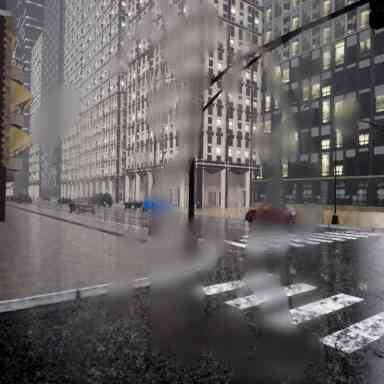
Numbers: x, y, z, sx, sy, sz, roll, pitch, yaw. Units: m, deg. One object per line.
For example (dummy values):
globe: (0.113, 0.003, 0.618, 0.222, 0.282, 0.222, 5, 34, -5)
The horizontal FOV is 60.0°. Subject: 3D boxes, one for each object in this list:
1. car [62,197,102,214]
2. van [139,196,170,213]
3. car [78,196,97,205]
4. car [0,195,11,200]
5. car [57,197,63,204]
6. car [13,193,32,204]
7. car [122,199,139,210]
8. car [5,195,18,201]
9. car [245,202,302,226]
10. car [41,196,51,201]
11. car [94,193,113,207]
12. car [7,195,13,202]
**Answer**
car: (-10.930, 1.427, 32.870, 2.008, 1.369, 4.403, 1, -1, -35)
van: (-4.095, 1.382, 37.722, 1.690, 1.788, 3.998, 1, -1, -35)
car: (-18.522, 1.526, 58.824, 1.837, 1.490, 4.892, 1, -1, -35)
car: (-46.804, 1.366, 83.397, 1.752, 1.417, 4.829, 1, -1, -35)
car: (-22.622, 1.522, 59.327, 1.994, 1.385, 4.181, 1, -1, -35)
car: (-30.546, 1.155, 60.507, 2.192, 1.841, 5.009, 1, -1, -35)
car: (-7.368, 1.584, 42.326, 2.008, 1.369, 4.403, 1, -1, -35)
car: (-40.360, 1.378, 74.322, 2.008, 1.369, 4.403, 1, -1, -35)
car: (5.714, 1.505, 23.904, 1.967, 1.590, 4.097, 1, -1, -35)
car: (-36.799, 1.571, 83.777, 1.802, 1.307, 4.206, 1, -1, -35)
car: (-14.514, 1.255, 53.120, 2.150, 2.045, 5.566, 1, -1, -35)
car: (-37.090, 1.397, 69.716, 1.947, 1.339, 4.313, 1, -1, -35)
